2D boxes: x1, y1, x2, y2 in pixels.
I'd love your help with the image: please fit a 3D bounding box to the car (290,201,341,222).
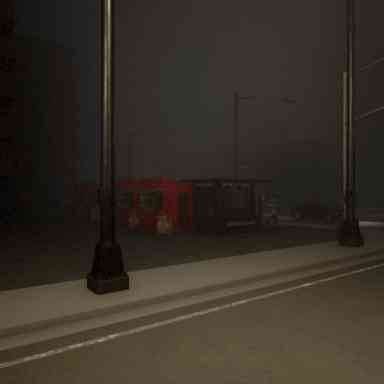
[{"bbox_3d":[10.484,1.612,27.571,1.837,1.490,4.892,0,-1,-36],"label":"car"}]
